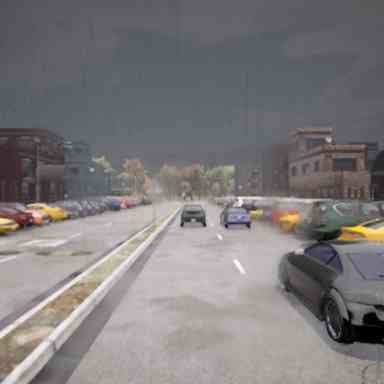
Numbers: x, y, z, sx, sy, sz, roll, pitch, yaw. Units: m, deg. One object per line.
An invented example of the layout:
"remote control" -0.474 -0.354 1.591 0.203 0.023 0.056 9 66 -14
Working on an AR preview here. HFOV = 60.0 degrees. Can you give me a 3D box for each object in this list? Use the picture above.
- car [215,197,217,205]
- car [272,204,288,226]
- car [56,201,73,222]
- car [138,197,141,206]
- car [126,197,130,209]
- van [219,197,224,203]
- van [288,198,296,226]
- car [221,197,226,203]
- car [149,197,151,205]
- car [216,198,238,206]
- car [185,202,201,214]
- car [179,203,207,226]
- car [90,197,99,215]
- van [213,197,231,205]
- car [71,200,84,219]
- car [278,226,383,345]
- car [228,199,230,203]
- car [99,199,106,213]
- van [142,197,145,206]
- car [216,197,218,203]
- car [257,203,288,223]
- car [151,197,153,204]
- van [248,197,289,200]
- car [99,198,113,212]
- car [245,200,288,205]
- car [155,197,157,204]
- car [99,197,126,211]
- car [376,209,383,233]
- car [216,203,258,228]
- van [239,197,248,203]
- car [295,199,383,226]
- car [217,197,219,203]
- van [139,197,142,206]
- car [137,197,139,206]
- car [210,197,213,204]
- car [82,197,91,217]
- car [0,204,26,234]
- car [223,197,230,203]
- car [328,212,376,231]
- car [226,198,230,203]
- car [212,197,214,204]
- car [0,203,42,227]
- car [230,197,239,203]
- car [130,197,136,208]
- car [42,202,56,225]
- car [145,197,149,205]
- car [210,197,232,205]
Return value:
"car" 7.620 2.196 66.516 4.892 1.521 2.231 0 -1 0
"car" 7.641 1.662 19.648 5.008 1.535 2.097 0 0 0
"car" -12.576 1.694 26.493 5.008 1.535 2.097 0 -1 0
"car" -12.558 2.165 62.489 4.674 1.452 2.002 0 -1 0
"car" -12.383 1.935 48.721 5.366 1.575 1.946 0 -1 0
"van" 7.510 1.852 58.126 4.442 1.987 1.878 0 -1 0
"van" 7.520 1.412 16.893 4.442 1.987 1.878 0 0 0
"car" 7.814 2.004 52.732 5.366 1.575 1.946 0 -1 0
"car" -12.549 2.384 76.443 4.674 1.452 2.002 0 -1 0
"car" 7.593 2.153 72.032 4.553 1.767 2.185 0 -1 0
"car" 0.091 1.999 42.070 1.895 1.301 4.718 0 -1 0
"car" 0.095 1.739 25.683 1.837 1.490 4.892 0 -1 0
"car" -12.545 1.651 34.829 4.553 1.767 2.185 0 -1 0
"van" 7.505 2.232 83.062 4.442 1.987 1.878 0 -1 0
"car" -12.585 1.721 29.269 4.892 1.521 2.231 0 -1 0
"car" 3.098 1.629 6.514 1.994 1.385 4.181 0 -1 0
"car" 7.633 1.946 44.462 4.674 1.452 2.002 0 -1 0
"car" -12.572 1.846 37.606 4.674 1.452 2.002 0 -1 0
"van" -12.440 1.984 68.174 4.442 1.987 1.878 0 -1 0
"car" 7.620 2.157 63.760 4.892 1.521 2.231 0 -1 0
"car" 7.632 1.750 25.162 4.674 1.452 2.002 0 -1 0
"car" -12.522 2.139 79.165 5.566 2.045 2.435 0 -1 0
"van" 7.750 1.535 30.681 4.442 1.987 1.878 0 -1 0
"car" -12.567 1.838 40.385 4.892 1.521 2.231 0 -1 0
"car" 7.449 1.732 27.920 5.366 1.575 1.946 0 -1 0
"car" -12.576 2.237 84.849 5.566 2.045 2.435 0 -1 0
"car" -12.541 1.651 45.946 5.566 2.045 2.435 0 -1 0
"car" 7.669 1.438 8.495 4.553 1.767 2.185 0 -1 0
"car" 3.095 1.769 24.262 2.033 1.411 5.357 0 -1 0
"van" 7.749 1.590 36.193 4.442 1.987 1.878 0 -1 0
"car" 7.665 1.363 14.135 5.566 2.045 2.435 0 0 0
"car" 7.621 2.118 61.004 4.892 1.521 2.231 0 -1 0
"van" -12.675 1.943 65.397 4.442 1.987 1.878 0 -1 0
"car" -12.532 2.116 59.835 4.792 1.488 2.163 0 -1 0
"car" 7.628 2.412 80.301 5.008 1.535 2.097 0 -1 0
"car" -12.546 1.622 32.048 4.553 1.767 2.185 0 -1 0
"car" -12.400 1.614 18.153 5.366 1.575 1.946 0 -1 0
"car" 7.623 1.973 49.977 4.892 1.521 2.231 0 -1 0
"car" 7.632 1.588 11.250 5.008 1.535 2.097 0 -1 0
"car" 7.659 1.968 47.218 4.792 1.488 2.163 0 -1 0
"car" 7.654 2.241 77.546 4.553 1.767 2.185 0 -1 0
"car" -12.579 1.642 20.933 5.008 1.535 2.097 0 -1 0
"car" 7.660 1.594 38.952 5.566 2.045 2.435 0 -1 0
"car" -12.537 1.758 54.280 5.566 2.045 2.435 0 -1 0
"car" -12.614 1.542 23.713 4.553 1.767 2.185 0 -1 0
"car" -12.584 2.003 70.955 5.566 2.045 2.435 0 -1 0
"car" 7.649 2.300 88.576 5.566 2.045 2.435 0 -1 0
